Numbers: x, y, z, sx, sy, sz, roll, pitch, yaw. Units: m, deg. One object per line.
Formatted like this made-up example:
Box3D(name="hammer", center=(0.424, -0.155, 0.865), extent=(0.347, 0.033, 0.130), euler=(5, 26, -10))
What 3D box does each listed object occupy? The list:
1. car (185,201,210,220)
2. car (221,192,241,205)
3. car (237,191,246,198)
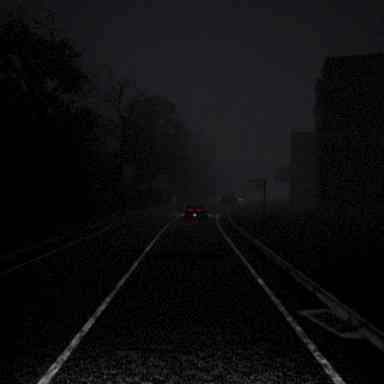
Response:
Box3D(name="car", center=(0.463, 1.582, 28.898), extent=(1.837, 1.490, 4.892), euler=(0, 0, 6))
Box3D(name="car", center=(6.202, 1.178, 54.584), extent=(1.882, 1.535, 5.008), euler=(2, 1, 20))
Box3D(name="car", center=(9.975, 0.591, 70.266), extent=(1.812, 1.442, 4.674), euler=(3, 3, 30))
